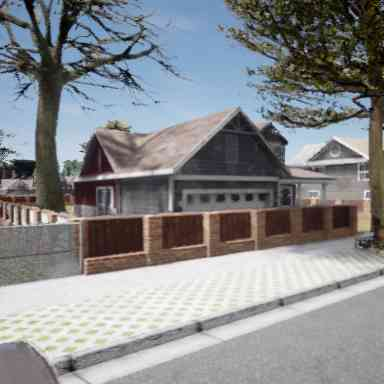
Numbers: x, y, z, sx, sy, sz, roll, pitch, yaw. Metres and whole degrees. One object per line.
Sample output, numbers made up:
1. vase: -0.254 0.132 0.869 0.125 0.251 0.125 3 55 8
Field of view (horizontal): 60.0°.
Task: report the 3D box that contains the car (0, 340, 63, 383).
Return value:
1. car: -3.021 1.555 0.916 5.357 1.411 2.033 0 0 -36
